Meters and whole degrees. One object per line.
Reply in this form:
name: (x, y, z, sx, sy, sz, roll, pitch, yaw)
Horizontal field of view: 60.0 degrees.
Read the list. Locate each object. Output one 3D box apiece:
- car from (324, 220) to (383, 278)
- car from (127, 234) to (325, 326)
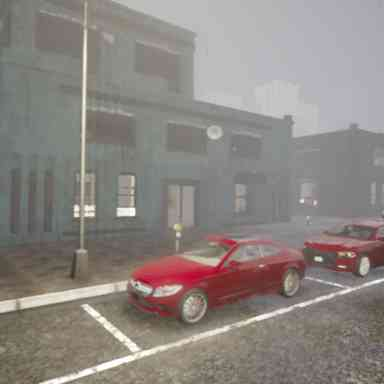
car: (5.265, 1.577, 10.300, 4.507, 1.381, 1.887, 0, 1, -35)
car: (0.721, 1.597, 7.060, 4.206, 1.307, 1.802, 0, 1, -35)
